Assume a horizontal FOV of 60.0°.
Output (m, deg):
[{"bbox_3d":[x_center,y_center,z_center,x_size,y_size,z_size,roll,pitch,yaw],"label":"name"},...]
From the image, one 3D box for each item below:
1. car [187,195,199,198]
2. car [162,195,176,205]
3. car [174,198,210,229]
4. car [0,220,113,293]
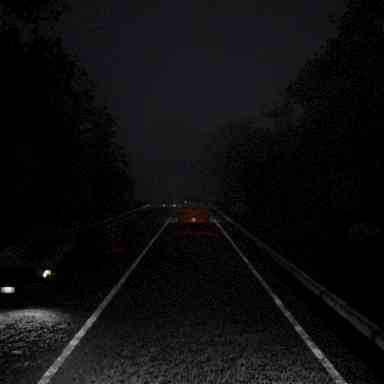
[{"bbox_3d":[0.088,1.168,39.694,2.097,1.767,4.553,0,0,0],"label":"car"},{"bbox_3d":[-3.587,1.254,52.382,1.837,1.490,4.892,0,0,0],"label":"car"},{"bbox_3d":[0.092,1.394,21.241,1.882,1.535,5.008,0,0,0],"label":"car"},{"bbox_3d":[-3.602,1.521,9.180,2.033,1.411,5.357,0,0,0],"label":"car"}]
